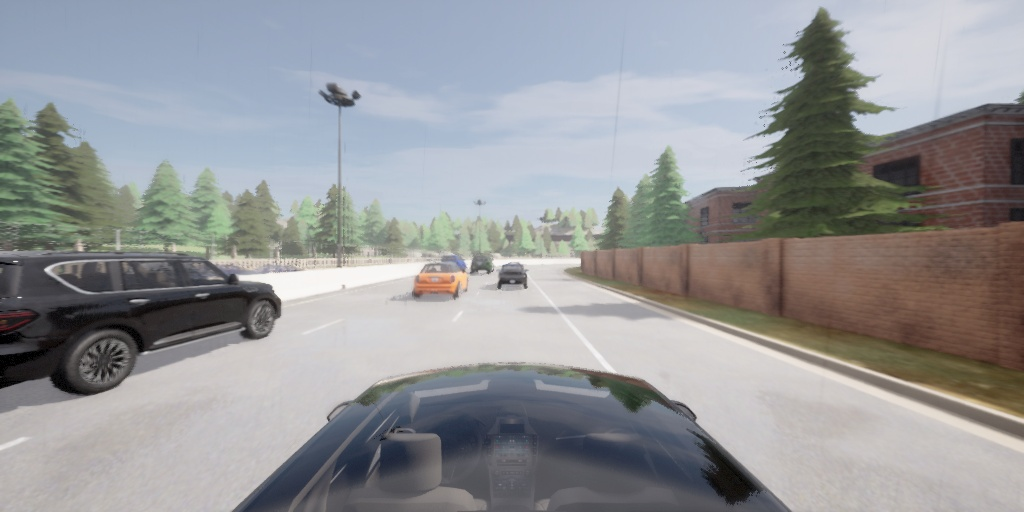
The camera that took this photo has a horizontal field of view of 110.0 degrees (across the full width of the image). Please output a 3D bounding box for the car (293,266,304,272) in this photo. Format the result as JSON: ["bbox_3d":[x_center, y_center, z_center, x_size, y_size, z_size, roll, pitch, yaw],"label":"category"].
[{"bbox_3d":[-14.072,1.246,21.225,2.033,1.411,5.357,0,0,0],"label":"car"}]

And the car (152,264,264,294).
[{"bbox_3d":[-17.572,1.231,21.212,2.033,1.411,5.357,0,0,0],"label":"car"}]

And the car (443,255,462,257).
[{"bbox_3d":[-6.738,0.948,41.752,2.150,2.045,5.566,0,0,4],"label":"car"}]

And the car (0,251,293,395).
[{"bbox_3d":[-6.917,0.944,6.701,2.150,2.045,5.566,0,0,0],"label":"car"}]

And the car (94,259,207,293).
[{"bbox_3d":[-21.071,1.080,21.230,2.097,1.767,4.553,0,0,0],"label":"car"}]

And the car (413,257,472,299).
[{"bbox_3d":[-3.460,1.088,18.191,2.097,1.767,4.553,0,0,0],"label":"car"}]

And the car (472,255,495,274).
[{"bbox_3d":[-3.289,0.962,40.989,2.150,2.045,5.566,0,0,4],"label":"car"}]

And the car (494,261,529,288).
[{"bbox_3d":[0.021,1.258,23.759,1.837,1.490,4.892,0,0,0],"label":"car"}]
